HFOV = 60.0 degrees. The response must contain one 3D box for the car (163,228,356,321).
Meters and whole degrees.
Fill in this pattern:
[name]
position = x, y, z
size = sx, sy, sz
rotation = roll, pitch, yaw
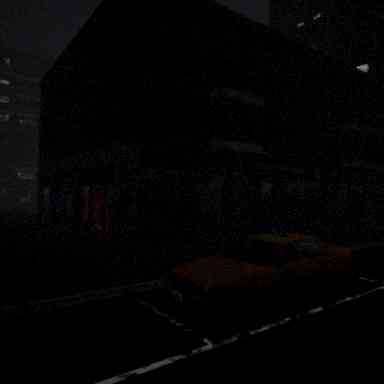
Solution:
[car]
position = 1.712, 1.524, 7.293
size = 4.829, 1.417, 1.752
rotation = 0, 2, -35
